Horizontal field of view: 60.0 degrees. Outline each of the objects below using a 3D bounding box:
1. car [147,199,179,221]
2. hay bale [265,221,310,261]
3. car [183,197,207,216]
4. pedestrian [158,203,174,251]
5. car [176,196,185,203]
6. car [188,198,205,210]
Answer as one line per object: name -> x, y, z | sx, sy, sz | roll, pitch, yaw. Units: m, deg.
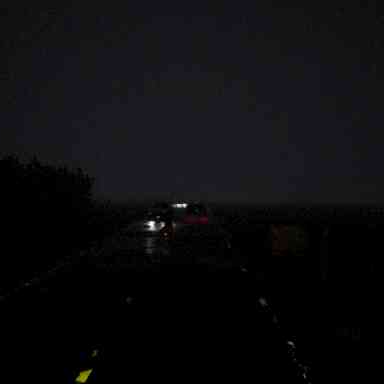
car -> -2.506, 1.559, 27.888 | 2.033, 1.411, 5.357 | 0, 0, 1
hay bale -> 3.272, 1.657, 11.556 | 1.220, 1.180, 1.240 | 0, 0, 1
car -> 0.499, 1.507, 33.282 | 2.128, 1.511, 4.902 | 0, 0, 1
pedestrian -> -0.986, 1.296, 12.566 | 0.375, 1.860, 0.375 | 0, 0, -1
car -> -1.965, 1.569, 65.950 | 2.128, 1.511, 4.902 | 0, 0, 1
car -> 0.620, 1.578, 43.927 | 2.033, 1.411, 5.357 | 0, 0, 1
